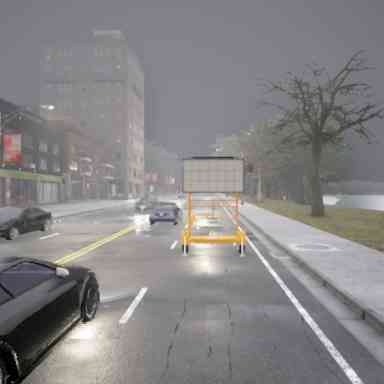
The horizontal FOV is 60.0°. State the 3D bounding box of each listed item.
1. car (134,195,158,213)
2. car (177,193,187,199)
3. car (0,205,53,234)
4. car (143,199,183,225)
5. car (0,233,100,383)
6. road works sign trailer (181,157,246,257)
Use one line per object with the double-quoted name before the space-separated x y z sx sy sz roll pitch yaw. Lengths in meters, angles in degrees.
"car" -4.600 1.327 34.196 2.128 1.511 4.902 0 0 3
"car" -2.202 0.946 75.471 2.033 1.411 5.357 0 1 3
"car" -8.834 1.439 16.617 1.882 1.535 5.008 0 0 3
"car" -1.749 1.459 23.272 2.033 1.411 5.357 0 0 3
"car" -2.794 1.567 4.583 1.994 1.385 4.181 0 0 3
"road works sign trailer" 0.825 0.439 12.935 2.380 3.560 2.880 0 0 3
